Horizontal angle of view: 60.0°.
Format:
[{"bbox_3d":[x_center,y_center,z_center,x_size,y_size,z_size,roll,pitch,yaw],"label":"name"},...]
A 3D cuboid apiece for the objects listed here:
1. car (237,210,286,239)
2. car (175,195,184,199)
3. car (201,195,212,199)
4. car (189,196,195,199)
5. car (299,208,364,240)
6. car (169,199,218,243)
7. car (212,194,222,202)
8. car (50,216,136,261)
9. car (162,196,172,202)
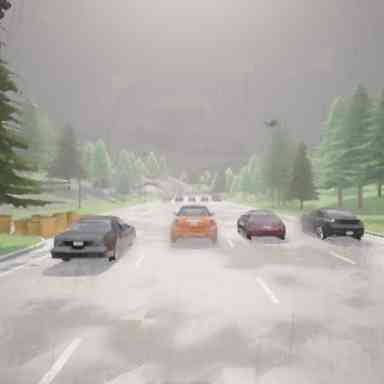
[{"bbox_3d":[3.599,1.649,17.847,1.994,1.385,4.181,0,0,0],"label":"car"},{"bbox_3d":[-3.489,1.769,89.744,2.097,1.767,4.553,0,0,0],"label":"car"},{"bbox_3d":[3.511,1.975,89.739,1.994,1.385,4.181,0,0,0],"label":"car"},{"bbox_3d":[0.011,1.975,89.740,1.994,1.385,4.181,0,0,0],"label":"car"},{"bbox_3d":[7.099,1.589,17.380,1.837,1.490,4.892,0,0,0],"label":"car"},{"bbox_3d":[0.098,1.431,16.759,2.097,1.767,4.553,0,0,0],"label":"car"},{"bbox_3d":[7.011,2.017,89.769,1.895,1.301,4.718,0,0,0],"label":"car"},{"bbox_3d":[-3.403,1.607,12.456,2.033,1.411,5.357,0,0,0],"label":"car"},{"bbox_3d":[-6.989,1.769,89.745,2.097,1.767,4.553,0,0,0],"label":"car"}]
